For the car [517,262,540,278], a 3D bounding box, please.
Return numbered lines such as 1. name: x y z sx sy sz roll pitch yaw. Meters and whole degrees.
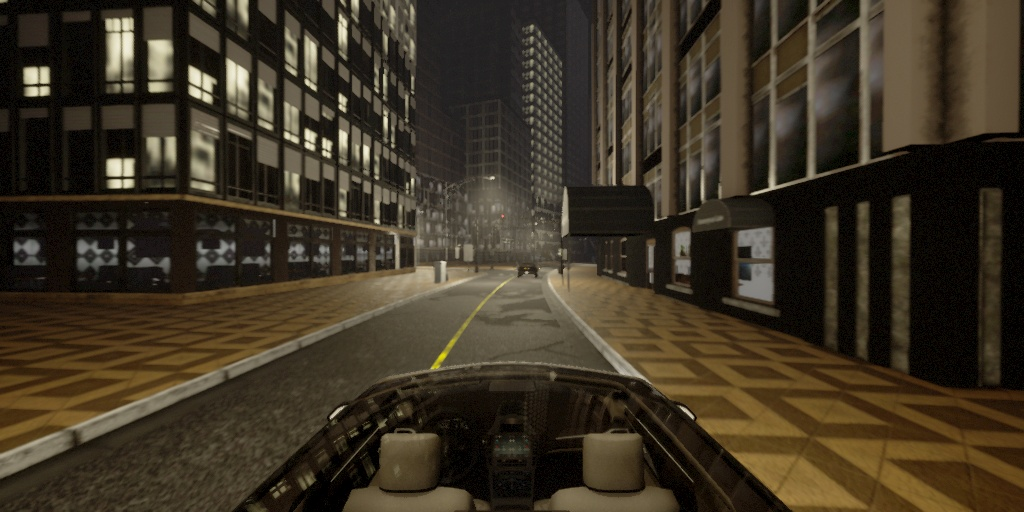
1. car: 1.608 1.347 34.732 1.837 1.490 4.892 0 -2 7
